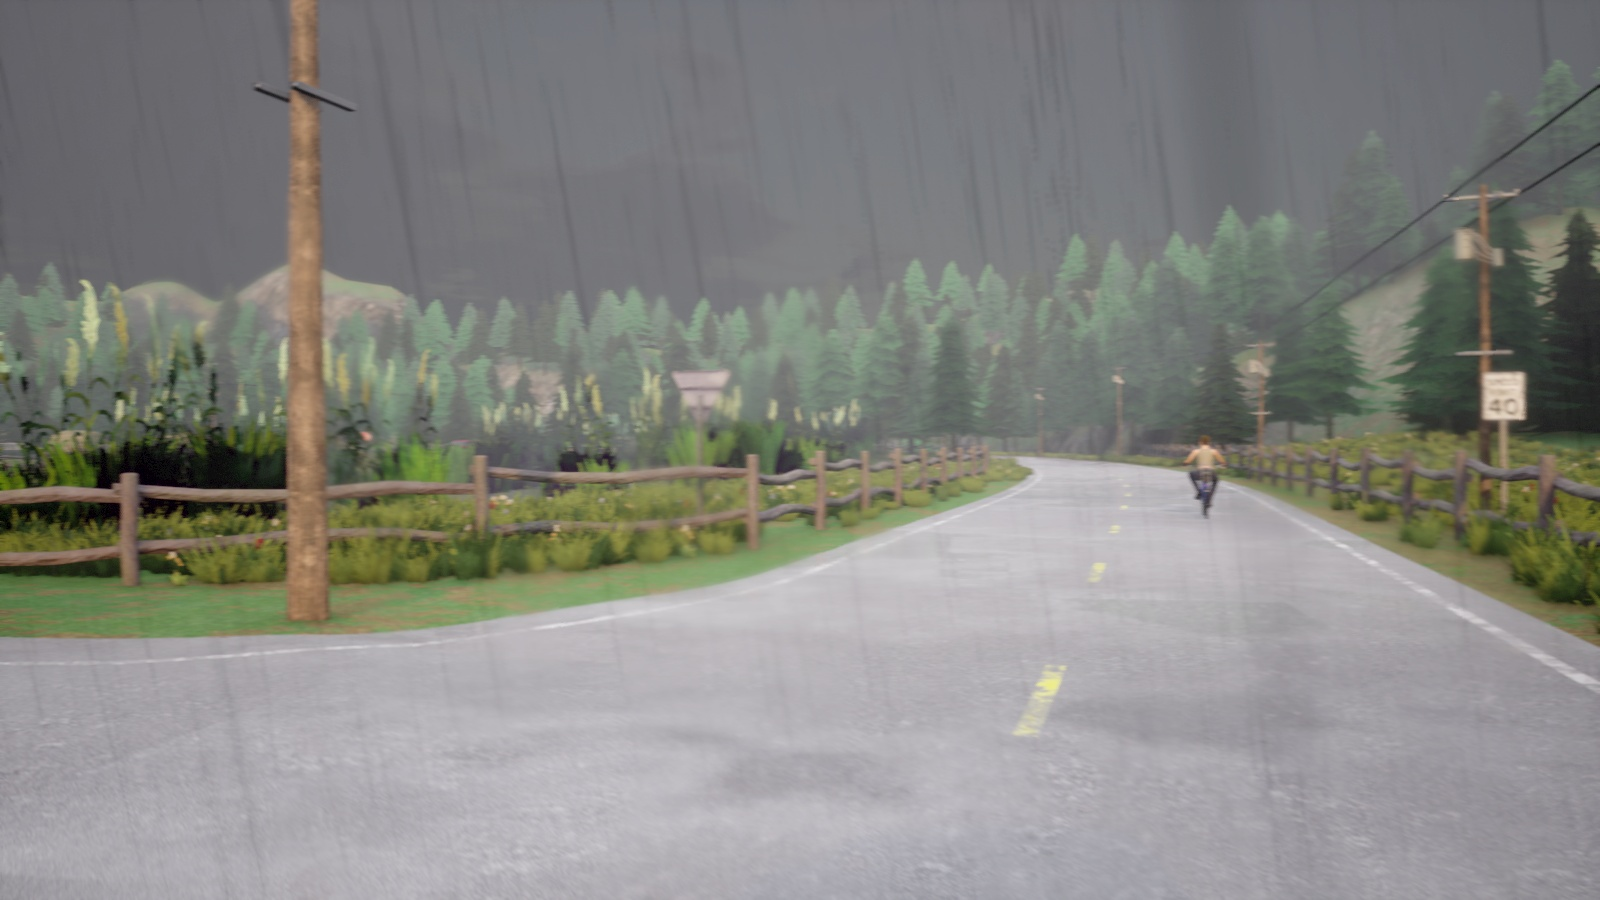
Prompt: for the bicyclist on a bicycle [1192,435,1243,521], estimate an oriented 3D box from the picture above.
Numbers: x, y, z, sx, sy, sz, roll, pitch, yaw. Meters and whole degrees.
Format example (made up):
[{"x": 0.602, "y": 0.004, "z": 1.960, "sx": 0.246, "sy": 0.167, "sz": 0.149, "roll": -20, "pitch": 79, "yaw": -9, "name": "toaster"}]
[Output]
[{"x": 8.122, "y": 0.521, "z": 24.483, "sx": 0.866, "sy": 1.612, "sz": 1.509, "roll": 0, "pitch": 0, "yaw": 16, "name": "bicyclist on a bicycle"}]
